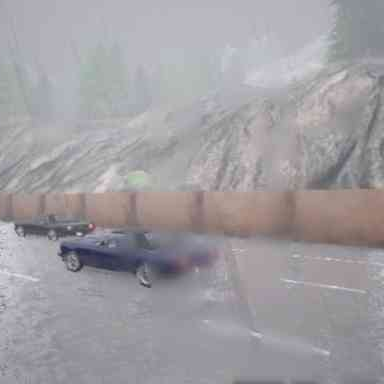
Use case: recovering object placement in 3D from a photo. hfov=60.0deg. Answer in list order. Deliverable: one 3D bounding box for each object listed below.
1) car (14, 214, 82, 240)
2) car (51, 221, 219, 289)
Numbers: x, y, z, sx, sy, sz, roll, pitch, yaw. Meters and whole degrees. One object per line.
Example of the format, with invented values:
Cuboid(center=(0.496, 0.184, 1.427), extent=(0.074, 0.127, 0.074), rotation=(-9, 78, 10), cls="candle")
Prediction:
Cuboid(center=(-7.367, 1.798, 17.599), extent=(4.718, 1.301, 1.895), rotation=(-1, -1, 34), cls="car")
Cuboid(center=(-1.696, 1.683, 9.450), extent=(4.718, 1.301, 1.895), rotation=(-1, -1, 35), cls="car")
